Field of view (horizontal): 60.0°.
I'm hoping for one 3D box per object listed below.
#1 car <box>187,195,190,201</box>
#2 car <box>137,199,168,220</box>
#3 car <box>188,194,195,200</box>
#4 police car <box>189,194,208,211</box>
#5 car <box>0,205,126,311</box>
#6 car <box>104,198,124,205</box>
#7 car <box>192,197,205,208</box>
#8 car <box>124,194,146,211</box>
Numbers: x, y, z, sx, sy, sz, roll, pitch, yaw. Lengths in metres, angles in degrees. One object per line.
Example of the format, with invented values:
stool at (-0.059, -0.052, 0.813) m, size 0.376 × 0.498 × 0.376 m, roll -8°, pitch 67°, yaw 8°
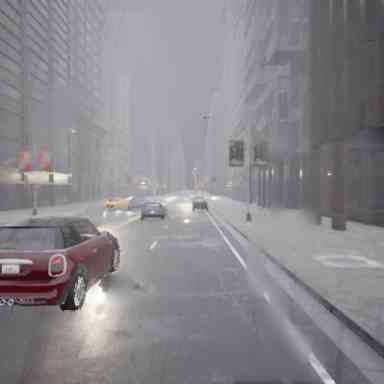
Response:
car at (-0.040, 1.355, 76.030) m, size 1.812 × 1.442 × 4.674 m, roll 0°, pitch 0°, yaw 0°
car at (-3.164, 1.573, 28.490) m, size 1.994 × 1.385 × 4.181 m, roll 0°, pitch 0°, yaw 0°
car at (-0.049, 1.384, 91.566) m, size 1.882 × 1.535 × 5.008 m, roll 0°, pitch 0°, yaw 0°
police car at (0.953, 1.436, 40.239) m, size 1.930 × 1.638 × 5.238 m, roll 0°, pitch 0°, yaw 0°
car at (-3.155, 1.357, 7.918) m, size 2.097 × 1.767 × 4.553 m, roll 0°, pitch 0°, yaw 0°
car at (-9.835, 1.489, 42.707) m, size 1.882 × 1.535 × 5.008 m, roll 0°, pitch 0°, yaw 0°
car at (0.947, 1.518, 50.130) m, size 1.837 × 1.490 × 4.892 m, roll 0°, pitch 0°, yaw 0°
car at (-6.598, 1.363, 40.882) m, size 2.097 × 1.767 × 4.553 m, roll 0°, pitch 0°, yaw 0°
